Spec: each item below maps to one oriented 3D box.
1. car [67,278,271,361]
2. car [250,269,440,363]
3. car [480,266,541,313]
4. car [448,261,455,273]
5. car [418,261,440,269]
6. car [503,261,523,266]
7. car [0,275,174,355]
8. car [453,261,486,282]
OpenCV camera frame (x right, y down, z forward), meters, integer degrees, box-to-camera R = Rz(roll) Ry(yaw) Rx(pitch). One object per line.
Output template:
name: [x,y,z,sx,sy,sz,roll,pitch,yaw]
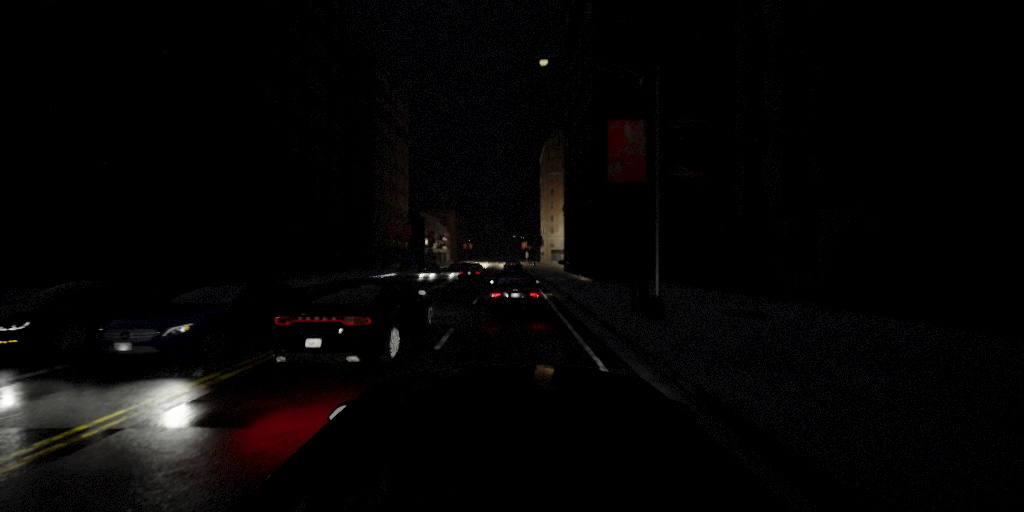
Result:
car: [-6.598,1.275,8.412,1.812,1.442,4.674,0,0,0]
car: [-3.153,1.226,8.171,1.882,1.535,5.008,0,0,0]
car: [0.105,1.295,13.946,2.033,1.411,5.357,0,0,0]
car: [-6.581,1.309,44.008,1.994,1.385,4.181,0,0,0]
car: [-9.833,1.309,42.685,1.994,1.385,4.181,0,0,0]
car: [0.109,1.222,35.703,1.882,1.535,5.008,0,0,0]
car: [-9.848,1.254,8.749,1.837,1.490,4.892,0,0,0]
car: [-3.140,1.292,28.878,2.033,1.411,5.357,0,0,0]
